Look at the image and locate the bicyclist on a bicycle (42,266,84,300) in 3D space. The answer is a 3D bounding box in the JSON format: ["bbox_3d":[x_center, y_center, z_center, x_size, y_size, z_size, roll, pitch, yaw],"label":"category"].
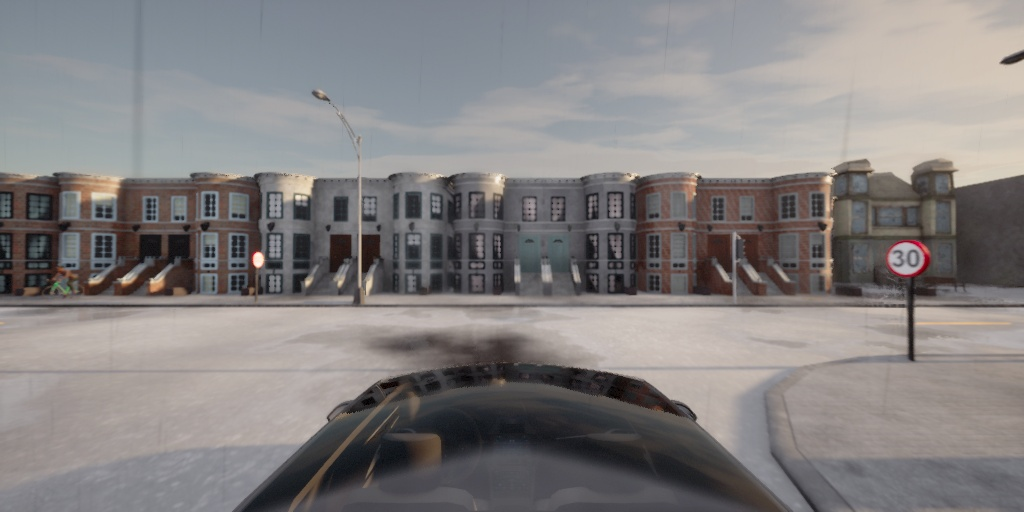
[{"bbox_3d":[-21.792,1.304,17.440,0.582,1.620,1.656,0,0,0],"label":"bicyclist on a bicycle"}]
